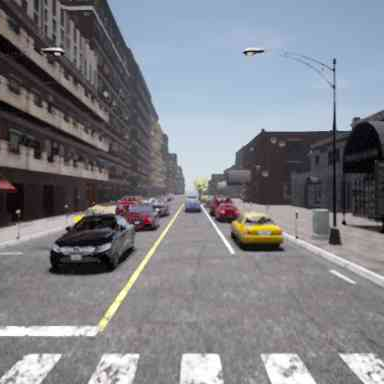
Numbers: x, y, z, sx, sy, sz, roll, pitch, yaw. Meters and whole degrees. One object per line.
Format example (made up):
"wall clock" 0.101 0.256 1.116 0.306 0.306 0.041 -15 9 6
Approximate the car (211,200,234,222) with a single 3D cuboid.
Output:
"car" 2.695 1.533 25.571 1.802 1.307 4.206 0 0 0

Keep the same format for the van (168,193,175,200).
"van" -5.678 1.309 92.043 1.690 1.788 3.998 0 0 0

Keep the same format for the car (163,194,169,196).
"car" -5.682 1.494 58.807 1.887 1.381 4.507 0 0 0

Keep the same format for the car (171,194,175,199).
"car" -5.680 1.269 75.425 2.192 1.841 5.009 0 0 0

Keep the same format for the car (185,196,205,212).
"car" 0.104 1.494 37.835 2.033 1.411 5.357 0 0 0

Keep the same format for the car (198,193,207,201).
"car" 2.702 1.270 86.502 2.192 1.841 5.009 0 0 0

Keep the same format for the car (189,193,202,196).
"car" 0.005 1.296 51.691 2.097 1.767 4.553 0 0 0

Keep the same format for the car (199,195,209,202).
"car" 2.700 1.497 75.424 2.008 1.369 4.403 0 0 0

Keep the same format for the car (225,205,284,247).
"car" 2.694 1.487 14.663 1.752 1.417 4.829 0 0 0

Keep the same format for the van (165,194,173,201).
"van" -5.679 1.298 80.965 1.690 1.788 3.998 0 0 0

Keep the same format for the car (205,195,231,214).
"car" 2.696 1.263 31.110 2.192 1.841 5.009 0 0 0

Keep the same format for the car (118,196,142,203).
"car" -5.684 1.270 31.110 2.192 1.841 5.009 0 0 0

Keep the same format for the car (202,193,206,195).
"car" 2.700 1.469 70.055 1.752 1.417 4.829 0 0 0

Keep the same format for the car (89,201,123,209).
"car" -5.687 1.489 19.862 1.752 1.417 4.829 0 0 0

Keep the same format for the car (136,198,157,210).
"car" -5.684 1.501 42.189 2.008 1.369 4.403 0 0 0

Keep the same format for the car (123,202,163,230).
"car" -3.100 1.525 20.630 1.994 1.385 4.181 0 0 -1

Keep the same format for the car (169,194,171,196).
"car" -5.681 1.390 64.346 1.967 1.590 4.097 0 0 0

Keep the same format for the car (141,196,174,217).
"car" -3.080 1.444 30.761 2.128 1.511 4.902 0 0 0

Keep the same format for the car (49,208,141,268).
"car" -3.094 1.496 11.252 1.812 1.442 4.674 0 0 0
